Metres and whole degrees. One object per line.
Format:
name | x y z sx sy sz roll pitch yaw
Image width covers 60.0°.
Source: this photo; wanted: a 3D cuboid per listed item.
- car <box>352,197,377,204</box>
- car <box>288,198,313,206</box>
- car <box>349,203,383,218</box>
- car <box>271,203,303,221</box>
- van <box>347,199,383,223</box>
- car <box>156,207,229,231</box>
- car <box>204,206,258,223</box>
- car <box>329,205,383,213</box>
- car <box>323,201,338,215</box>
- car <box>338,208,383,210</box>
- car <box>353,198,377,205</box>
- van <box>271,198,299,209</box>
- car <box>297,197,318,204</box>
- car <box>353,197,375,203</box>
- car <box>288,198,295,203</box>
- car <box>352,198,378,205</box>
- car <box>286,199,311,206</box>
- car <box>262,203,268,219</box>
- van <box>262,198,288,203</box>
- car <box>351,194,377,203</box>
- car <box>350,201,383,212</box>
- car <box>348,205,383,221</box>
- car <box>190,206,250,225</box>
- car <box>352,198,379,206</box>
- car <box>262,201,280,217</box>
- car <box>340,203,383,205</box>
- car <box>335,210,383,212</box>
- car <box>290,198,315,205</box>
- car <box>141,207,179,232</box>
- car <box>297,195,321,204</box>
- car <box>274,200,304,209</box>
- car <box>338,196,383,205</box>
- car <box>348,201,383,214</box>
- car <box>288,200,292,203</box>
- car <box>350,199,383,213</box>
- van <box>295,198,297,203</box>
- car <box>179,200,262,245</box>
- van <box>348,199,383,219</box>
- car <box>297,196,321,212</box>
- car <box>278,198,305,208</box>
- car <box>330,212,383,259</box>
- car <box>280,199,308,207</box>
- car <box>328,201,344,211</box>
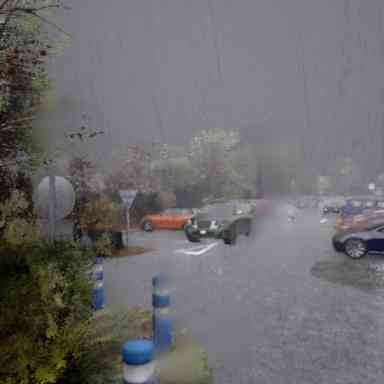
car | 40.164 1.937 77.610 5.008 1.535 2.097 -1 0 26
car | 23.854 2.191 72.984 5.008 1.535 2.097 -1 0 26
car | 20.105 2.041 37.082 4.674 1.452 2.002 -1 0 26
car | 9.591 2.090 33.323 1.812 1.442 4.674 -1 -1 26
van | 16.234 1.668 29.531 4.442 1.987 1.878 -1 -1 26
car | -0.014 1.941 24.776 5.008 1.535 2.097 -1 -1 26
car | 3.768 2.107 32.354 4.792 1.488 2.163 -1 -1 26
car | 11.160 1.710 19.428 5.366 1.575 1.946 -1 -1 26
car | 18.103 2.202 42.932 1.895 1.301 4.718 -1 0 27
car | 10.070 1.704 16.814 4.674 1.452 2.002 -1 -1 26
car | 37.656 1.988 72.546 4.674 1.452 2.002 -1 0 26
van | 16.231 1.992 57.856 4.442 1.987 1.878 -1 0 26
car | 28.849 2.173 83.114 4.892 1.521 2.231 -1 0 26
car | 41.415 1.970 80.145 4.674 1.452 2.002 -1 0 26
car | 12.550 2.102 50.085 4.553 1.767 2.185 -1 0 26
car | 36.398 1.993 70.015 4.674 1.452 2.002 -1 0 26
car | 22.572 2.225 70.467 4.792 1.488 2.163 -1 0 26
car | 5.022 2.153 34.884 4.792 1.488 2.163 -1 -1 26
van | 10.175 2.008 45.096 4.442 1.987 1.878 -1 0 26
car | 42.686 1.670 82.668 5.566 2.045 2.435 -1 0 26
car | 25.121 2.030 47.221 4.674 1.452 2.002 -1 0 26
car | 17.592 1.978 32.006 4.674 1.452 2.002 -1 -1 26
car | 2.538 2.036 29.953 4.892 1.521 2.231 -1 -1 26
car | 35.174 1.986 67.469 4.792 1.488 2.163 -1 0 26
car | 7.511 2.211 39.965 5.008 1.535 2.097 -1 -2 26
car | 13.828 1.801 24.412 5.008 1.535 2.097 -1 -1 26
car | 8.817 1.658 14.282 4.674 1.452 2.002 -1 -1 26
car | 25.106 2.187 75.514 5.008 1.535 2.097 -1 0 26
car | -1.190 1.771 22.349 4.553 1.767 2.185 -1 -1 26
car | 30.072 1.913 85.520 5.566 2.045 2.435 -1 0 26
car | 17.530 2.212 60.222 5.008 1.535 2.097 -1 0 26
car | 15.110 1.595 26.935 5.566 2.045 2.435 -1 -1 26
car | 22.622 1.997 42.152 5.008 1.535 2.097 -1 0 26
car | 11.299 2.262 47.694 4.792 1.488 2.163 -1 0 26
car | 23.840 1.869 44.702 4.553 1.767 2.185 -1 0 26
van | 13.722 2.000 52.793 4.442 1.987 1.878 -1 0 26
car | 1.730 1.500 17.499 2.150 2.045 5.566 -1 -1 27
van | 18.688 1.754 34.486 4.442 1.987 1.878 -1 -1 26
car | 17.098 1.817 48.295 2.097 1.767 4.553 -1 0 26
car | 18.757 2.083 62.765 4.553 1.767 2.185 -1 0 26
car | 7.538 1.602 11.761 4.792 1.488 2.163 -1 -1 26
car | 20.043 2.203 65.279 5.008 1.535 2.097 -1 0 26
car | 22.588 2.151 52.049 1.994 1.385 4.181 -1 0 26
